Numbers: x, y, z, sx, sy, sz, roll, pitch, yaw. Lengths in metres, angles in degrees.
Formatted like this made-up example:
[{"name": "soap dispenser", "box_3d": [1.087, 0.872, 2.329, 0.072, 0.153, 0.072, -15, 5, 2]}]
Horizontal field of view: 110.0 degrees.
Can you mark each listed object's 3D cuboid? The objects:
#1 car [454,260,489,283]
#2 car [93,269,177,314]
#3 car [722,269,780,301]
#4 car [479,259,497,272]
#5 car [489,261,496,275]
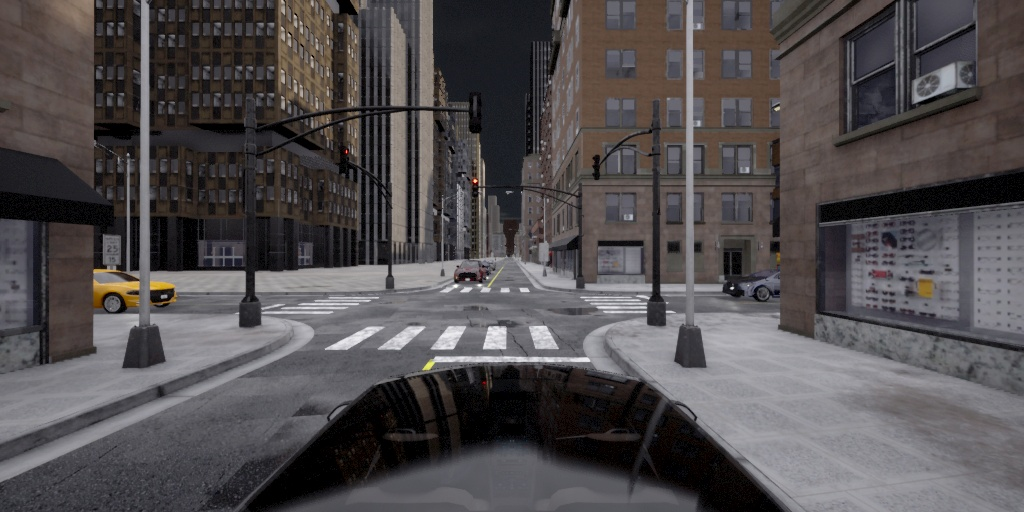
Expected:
[{"name": "car", "box_3d": [-3.159, 1.103, 27.816, 2.097, 1.767, 4.553, 0, 0, 0]}, {"name": "car", "box_3d": [-15.369, 1.232, 13.247, 5.008, 1.535, 1.882, 0, 0, 0]}, {"name": "car", "box_3d": [12.219, 1.314, 16.687, 4.181, 1.385, 1.994, 0, 0, -1]}, {"name": "car", "box_3d": [-3.189, 1.243, 48.493, 2.128, 1.511, 4.902, 0, 0, 0]}, {"name": "car", "box_3d": [-3.175, 1.299, 38.075, 2.033, 1.411, 5.357, 0, 0, 0]}]
